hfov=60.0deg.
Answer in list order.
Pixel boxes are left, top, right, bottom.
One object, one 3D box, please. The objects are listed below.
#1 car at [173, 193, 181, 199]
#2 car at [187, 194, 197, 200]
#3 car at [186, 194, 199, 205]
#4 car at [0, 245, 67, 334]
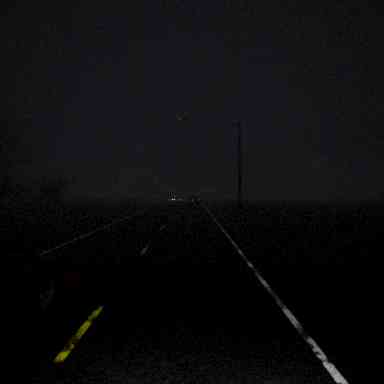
[{"bbox_3d":[-3.551,0.947,79.601,1.837,1.490,4.892,0,0,0],"label":"car"},{"bbox_3d":[-0.045,1.058,71.282,1.994,1.385,4.181,0,0,0],"label":"car"},{"bbox_3d":[0.069,1.211,48.727,2.033,1.411,5.357,0,0,0],"label":"car"},{"bbox_3d":[-3.603,1.567,4.898,1.895,1.301,4.718,0,0,0],"label":"car"}]
